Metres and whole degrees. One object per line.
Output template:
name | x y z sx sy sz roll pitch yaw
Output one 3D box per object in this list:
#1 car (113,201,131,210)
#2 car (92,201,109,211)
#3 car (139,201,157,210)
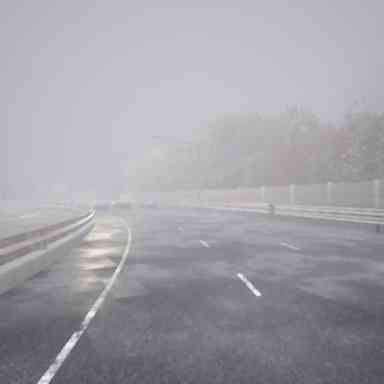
car | -11.753 2.198 55.512 1.882 1.535 5.008 0 -1 -30
car | -14.719 2.249 53.644 1.812 1.442 4.674 0 -1 -30
car | -7.201 2.200 54.565 1.812 1.442 4.674 0 -1 -29
